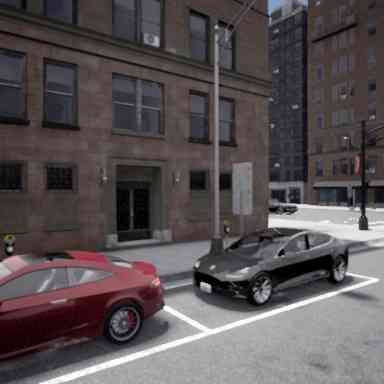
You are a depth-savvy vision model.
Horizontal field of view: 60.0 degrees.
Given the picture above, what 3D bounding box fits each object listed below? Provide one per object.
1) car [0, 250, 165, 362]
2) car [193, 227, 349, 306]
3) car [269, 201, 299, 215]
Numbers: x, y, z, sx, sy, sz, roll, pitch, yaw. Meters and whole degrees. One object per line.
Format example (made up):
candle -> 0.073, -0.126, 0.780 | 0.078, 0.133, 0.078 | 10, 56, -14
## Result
car -> -2.388, 1.581, 4.832 | 4.206, 1.307, 1.802 | 0, 0, -36
car -> 2.048, 1.556, 8.000 | 4.313, 1.339, 1.947 | 0, 0, -36
car -> 8.142, 1.524, 33.041 | 1.895, 1.301, 4.718 | 0, 0, -36
